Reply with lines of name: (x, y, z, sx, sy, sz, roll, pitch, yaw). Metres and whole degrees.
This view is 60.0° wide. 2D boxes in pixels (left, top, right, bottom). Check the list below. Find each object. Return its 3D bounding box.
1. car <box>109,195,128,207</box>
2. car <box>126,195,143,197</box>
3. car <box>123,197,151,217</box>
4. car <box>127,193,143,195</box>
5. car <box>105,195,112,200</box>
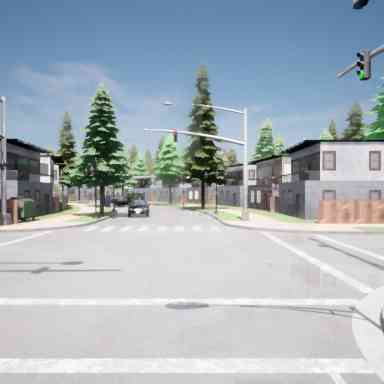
car: (-10.973, 1.566, 51.842, 1.895, 1.301, 4.718, 0, 0, -27)
car: (-6.694, 1.491, 40.452, 1.812, 1.442, 4.674, 0, 0, -16)
car: (-4.851, 1.457, 30.609, 2.128, 1.511, 4.902, 0, 0, -7)
car: (-10.414, 1.187, 58.481, 2.150, 2.045, 5.566, 0, 0, -36)
car: (-16.533, 1.317, 66.822, 2.097, 1.767, 4.553, 0, 0, -45)
